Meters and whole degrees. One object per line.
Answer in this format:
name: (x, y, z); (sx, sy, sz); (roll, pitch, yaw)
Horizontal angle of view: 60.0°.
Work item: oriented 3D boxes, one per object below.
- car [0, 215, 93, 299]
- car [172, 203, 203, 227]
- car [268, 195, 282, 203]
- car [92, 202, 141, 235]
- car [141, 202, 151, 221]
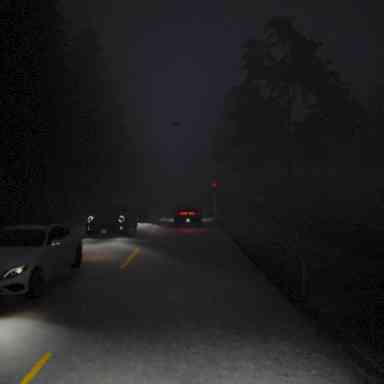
car: (-4.211, 1.540, 8.600); (1.812, 1.442, 4.674); (0, 0, -1)
car: (-0.277, 1.503, 22.893); (1.837, 1.490, 4.892); (0, 0, -1)
car: (14.782, 1.237, 59.728); (1.994, 1.381, 4.181); (0, 0, -1)
car: (-4.391, 1.366, 18.715); (2.097, 1.767, 4.553); (0, 0, -1)
car: (-4.439, 1.484, 26.613); (1.994, 1.385, 4.181); (0, 0, -1)
